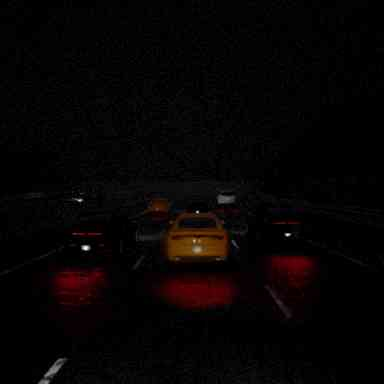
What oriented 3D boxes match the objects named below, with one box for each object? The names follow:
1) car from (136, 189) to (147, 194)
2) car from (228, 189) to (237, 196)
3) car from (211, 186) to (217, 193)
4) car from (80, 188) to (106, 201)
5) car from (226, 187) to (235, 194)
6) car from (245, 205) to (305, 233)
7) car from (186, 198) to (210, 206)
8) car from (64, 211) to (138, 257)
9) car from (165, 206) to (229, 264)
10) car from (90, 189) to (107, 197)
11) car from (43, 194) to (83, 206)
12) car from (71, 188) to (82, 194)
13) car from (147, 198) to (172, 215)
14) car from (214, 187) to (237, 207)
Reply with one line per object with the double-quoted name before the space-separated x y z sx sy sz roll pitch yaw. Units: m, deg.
"car" -11.593 0.026 76.330 1.882 1.535 5.008 0 2 3
"car" 9.269 0.054 75.645 1.812 1.442 4.674 0 2 5
"car" 6.119 -0.094 79.949 1.882 1.535 5.008 0 2 3
"car" -16.231 0.610 55.054 2.097 1.767 4.553 0 2 3
"car" 9.921 -0.348 85.650 1.837 1.490 4.892 0 2 3
"car" 3.601 1.333 14.843 1.837 1.490 4.892 0 0 1
"car" 0.516 1.335 29.889 1.837 1.490 4.892 0 1 1
"car" -3.309 1.495 12.861 1.837 1.490 4.892 0 0 1
"car" 0.180 1.471 11.836 1.882 1.535 5.008 0 0 1
"car" -19.040 0.140 67.907 1.812 1.442 4.674 0 2 3
"car" -13.557 1.296 34.684 2.033 1.411 5.357 0 1 2
"car" -22.046 -0.048 65.480 2.097 1.767 4.553 0 2 0
"car" -2.951 1.286 31.207 1.882 1.535 5.008 0 1 1
"car" 4.280 0.791 41.823 2.150 2.045 5.566 0 1 2
